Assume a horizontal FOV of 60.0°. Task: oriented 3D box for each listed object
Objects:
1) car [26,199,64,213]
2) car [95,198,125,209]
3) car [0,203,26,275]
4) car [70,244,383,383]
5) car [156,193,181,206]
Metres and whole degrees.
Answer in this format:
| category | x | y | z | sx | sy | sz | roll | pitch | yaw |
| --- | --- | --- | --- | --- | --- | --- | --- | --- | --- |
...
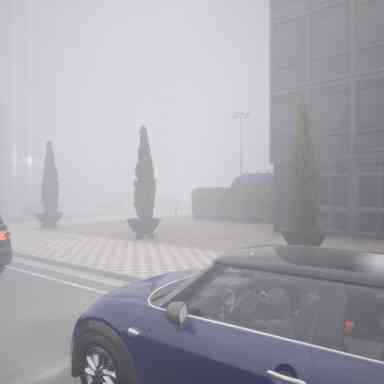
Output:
| category | x | y | z | sx | sy | sz | roll | pitch | yaw |
| --- | --- | --- | --- | --- | --- | --- | --- | --- | --- |
| car | -16.833 | 1.491 | 37.219 | 2.128 | 1.511 | 4.902 | 0 | 0 | 35 |
| car | -11.134 | 1.564 | 45.357 | 1.994 | 1.385 | 4.181 | 0 | 0 | 35 |
| car | -7.074 | 1.222 | 9.017 | 5.566 | 2.045 | 2.150 | 0 | 0 | 36 |
| car | 0.788 | 1.352 | 3.431 | 4.553 | 1.767 | 2.097 | 0 | 0 | 36 |
| car | -4.017 | 1.222 | 55.500 | 2.150 | 2.045 | 5.566 | 0 | 0 | 35 |
